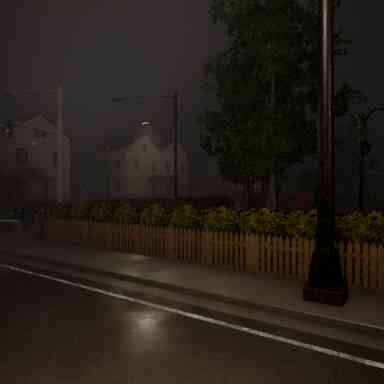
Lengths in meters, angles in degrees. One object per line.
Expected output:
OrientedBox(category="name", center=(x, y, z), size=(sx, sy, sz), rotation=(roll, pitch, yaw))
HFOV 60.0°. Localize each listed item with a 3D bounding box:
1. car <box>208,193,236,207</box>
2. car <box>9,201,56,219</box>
OrientedBox(category="car", center=(4.330, 1.221, 48.791), size=(2.150, 2.045, 5.566), rotation=(0, 0, 35))
OrientedBox(category="car", center=(-13.634, 1.526, 29.413), size=(1.812, 1.442, 4.674), rotation=(0, 0, 35))
